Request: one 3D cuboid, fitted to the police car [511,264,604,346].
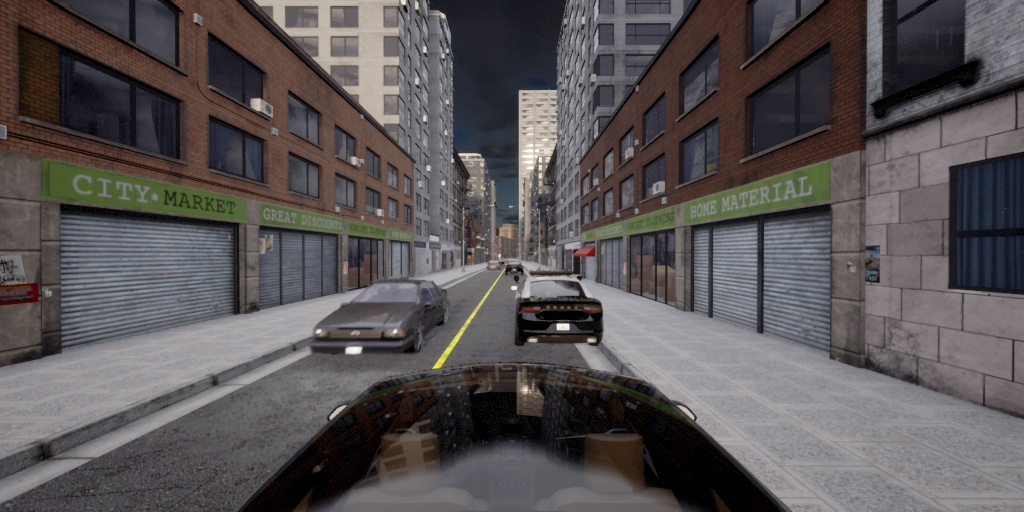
[{"bbox_3d":[1.005,1.176,9.557,1.930,1.638,5.238,0,0,0],"label":"police car"}]

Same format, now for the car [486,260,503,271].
[{"bbox_3d":[-2.611,1.313,51.293,1.812,1.442,4.674,0,0,0],"label":"car"}]

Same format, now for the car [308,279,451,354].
[{"bbox_3d":[-2.808,1.297,9.050,2.033,1.411,5.357,0,0,0],"label":"car"}]

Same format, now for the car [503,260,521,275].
[{"bbox_3d":[0.258,1.248,38.884,1.882,1.535,5.008,0,0,0],"label":"car"}]
